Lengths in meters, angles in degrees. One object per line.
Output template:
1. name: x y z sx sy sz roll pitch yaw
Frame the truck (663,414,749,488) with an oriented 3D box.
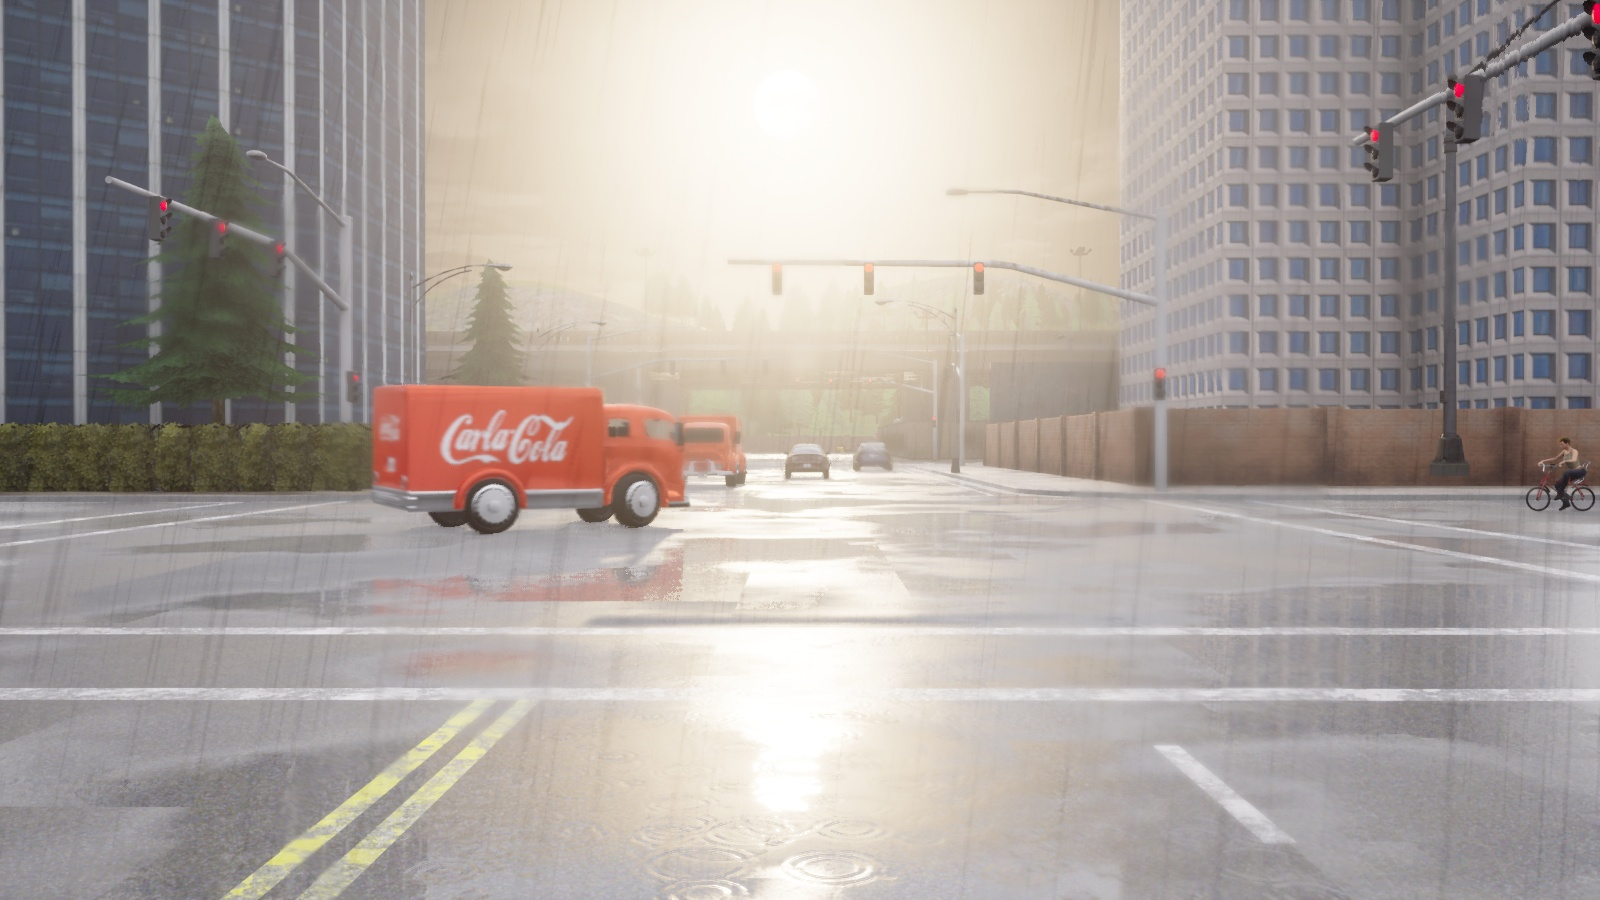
1. truck: -3.246 0.006 44.496 2.627 2.467 5.204 0 0 0

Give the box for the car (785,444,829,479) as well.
1. car: 0.306 0.467 54.141 1.812 1.442 4.674 0 0 0

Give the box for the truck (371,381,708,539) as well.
1. truck: -4.544 0.129 22.107 5.204 2.467 2.627 0 1 -32

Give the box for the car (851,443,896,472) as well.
1. car: 3.876 0.370 67.134 2.163 1.488 4.792 0 0 0

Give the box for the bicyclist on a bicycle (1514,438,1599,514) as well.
1. bicyclist on a bicycle: 16.392 0.543 27.066 1.509 1.612 0.866 0 0 0
